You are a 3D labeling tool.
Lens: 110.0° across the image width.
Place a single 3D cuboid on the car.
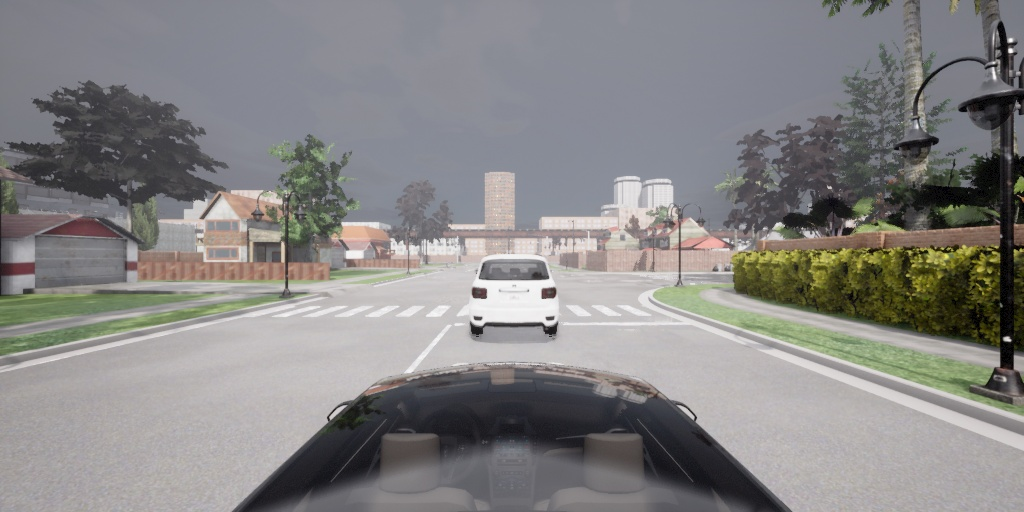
[{"bbox_3d":[0.050,0.974,10.547,2.150,2.045,5.566,0,0,0],"label":"car"}]
